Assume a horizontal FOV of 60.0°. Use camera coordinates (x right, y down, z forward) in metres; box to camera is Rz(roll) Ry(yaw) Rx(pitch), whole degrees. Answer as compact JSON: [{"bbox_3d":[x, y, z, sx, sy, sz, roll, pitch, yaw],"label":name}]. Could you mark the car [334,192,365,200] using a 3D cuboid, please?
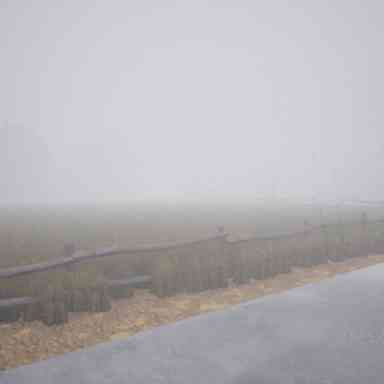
[{"bbox_3d":[33.584,0.887,70.979,2.242,1.667,4.611,-1,0,-37],"label":"car"}]
